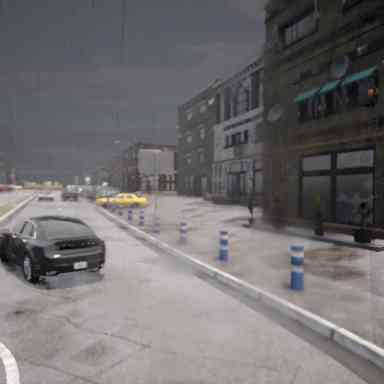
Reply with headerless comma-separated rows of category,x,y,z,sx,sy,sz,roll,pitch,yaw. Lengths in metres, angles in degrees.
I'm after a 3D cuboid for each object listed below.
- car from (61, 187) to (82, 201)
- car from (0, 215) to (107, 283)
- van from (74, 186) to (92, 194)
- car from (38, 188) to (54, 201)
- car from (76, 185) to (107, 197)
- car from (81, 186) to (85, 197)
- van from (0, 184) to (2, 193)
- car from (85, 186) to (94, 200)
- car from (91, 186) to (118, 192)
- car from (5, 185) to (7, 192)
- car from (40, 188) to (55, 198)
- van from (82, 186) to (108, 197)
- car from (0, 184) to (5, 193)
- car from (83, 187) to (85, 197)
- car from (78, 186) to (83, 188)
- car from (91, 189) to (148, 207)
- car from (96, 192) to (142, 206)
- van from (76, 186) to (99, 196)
car,-16.370,0.437,44.939,1.837,1.490,4.892,1,1,-22
car,-4.222,1.450,9.744,1.837,1.490,4.892,0,1,-41
van,-28.055,-0.491,85.560,4.442,1.987,1.878,1,1,-22
car,-19.205,0.481,43.944,1.895,1.301,4.718,1,1,-22
car,-19.768,-0.189,65.122,5.566,2.045,2.435,1,0,-22
car,-14.480,0.335,52.401,4.892,1.521,2.231,1,1,-22
van,-47.022,-0.816,77.615,4.442,1.987,1.878,1,1,-22
car,-10.247,0.364,42.218,5.566,2.045,2.435,1,1,-22
car,-9.255,0.568,39.651,4.553,1.767,2.185,1,1,-22
car,-48.207,-0.611,80.275,4.792,1.488,2.163,1,1,-22
car,-23.054,0.138,53.132,2.128,1.511,4.902,1,1,-22
van,-17.483,-0.061,59.968,4.442,1.987,1.878,1,1,-22
car,-46.109,-0.799,74.989,5.566,2.045,2.435,1,1,-22
car,-12.387,0.467,47.303,5.008,1.535,2.097,1,1,-22
car,-16.584,0.215,57.494,5.008,1.535,2.097,1,1,-22
car,-7.298,0.858,34.501,5.366,1.575,1.946,1,1,-22
car,-8.176,0.817,37.122,4.674,1.452,2.002,1,1,-22
van,-21.954,-0.248,70.182,4.442,1.987,1.878,1,0,-22
